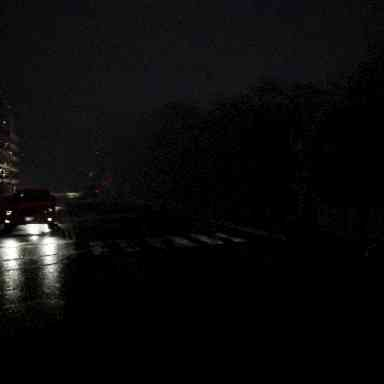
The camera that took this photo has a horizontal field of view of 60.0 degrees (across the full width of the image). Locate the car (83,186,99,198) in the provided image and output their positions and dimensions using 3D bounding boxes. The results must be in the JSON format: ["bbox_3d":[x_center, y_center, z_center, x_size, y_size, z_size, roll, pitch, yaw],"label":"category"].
[{"bbox_3d":[-17.384,0.016,57.322,2.150,2.045,5.566,-1,1,-22],"label":"car"}]

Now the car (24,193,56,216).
[{"bbox_3d":[-12.362,0.949,27.296,2.128,1.511,4.902,-1,2,-22],"label":"car"}]

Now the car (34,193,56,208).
[{"bbox_3d":[-16.043,0.849,36.458,1.994,1.385,4.181,-1,2,-22],"label":"car"}]

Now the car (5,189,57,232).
[{"bbox_3d":[-8.656,0.854,18.098,2.150,2.045,5.566,-1,1,-22],"label":"car"}]

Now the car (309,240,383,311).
[{"bbox_3d":[3.877,1.279,4.961,2.128,1.511,4.902,-2,2,-22],"label":"car"}]
